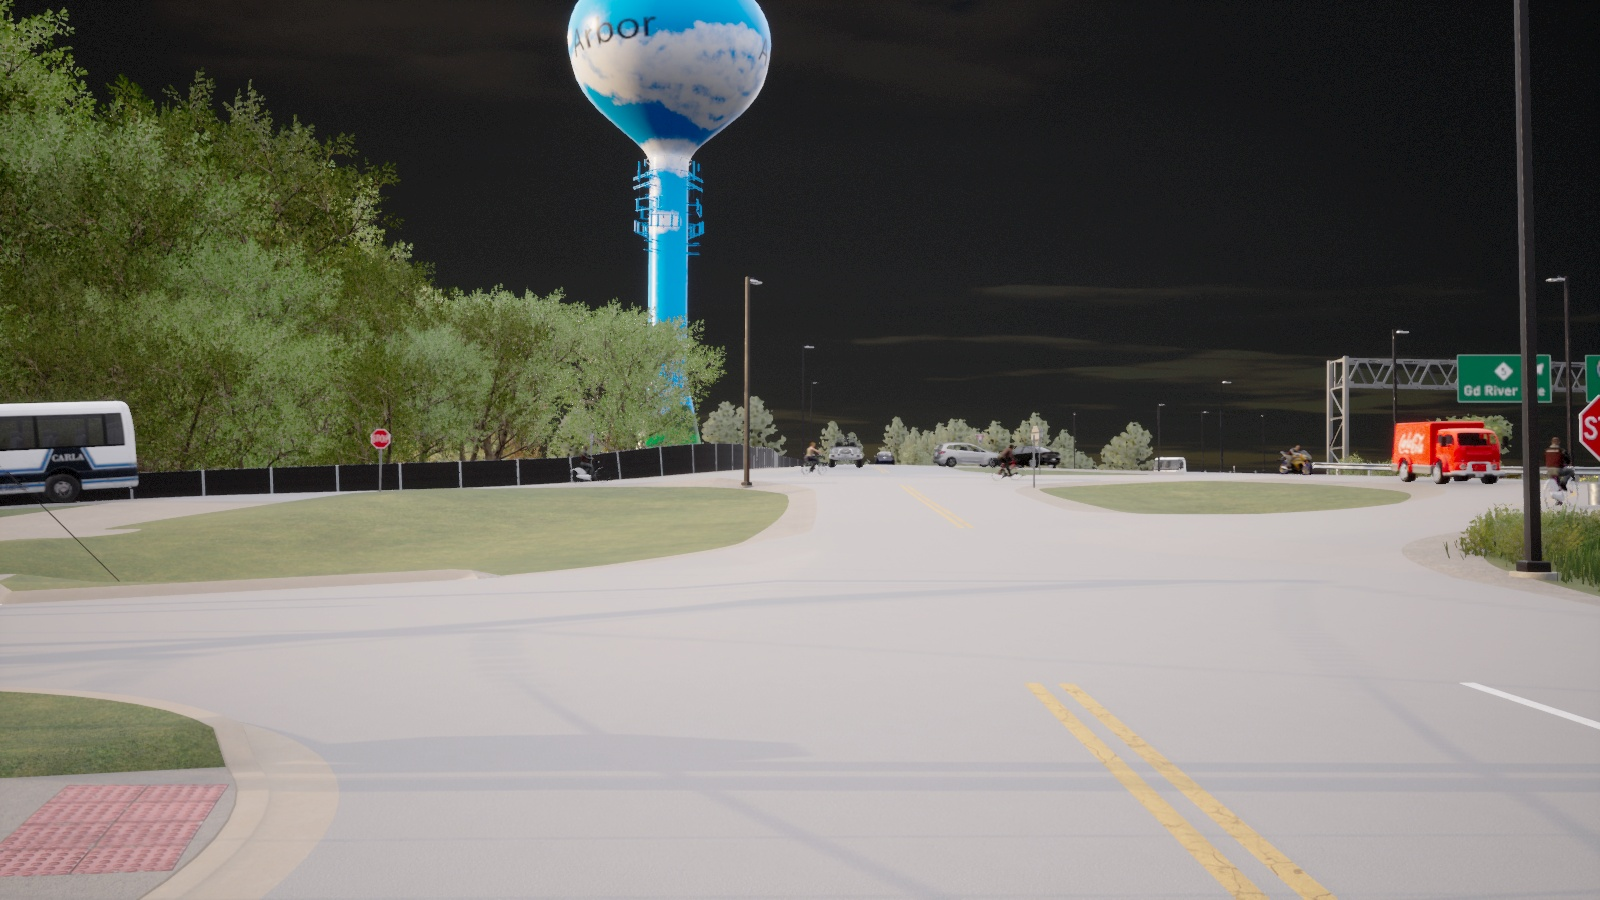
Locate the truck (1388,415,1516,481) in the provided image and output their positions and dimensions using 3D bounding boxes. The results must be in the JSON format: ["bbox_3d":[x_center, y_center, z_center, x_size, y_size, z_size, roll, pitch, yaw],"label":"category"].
[{"bbox_3d":[25.886,-0.115,50.138,2.627,2.467,5.204,-1,1,3],"label":"truck"}]

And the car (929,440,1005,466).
[{"bbox_3d":[11.297,0.187,85.075,4.611,1.667,2.242,1,0,-11],"label":"car"}]

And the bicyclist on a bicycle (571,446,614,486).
[{"bbox_3d":[-9.563,0.740,57.775,1.843,1.776,0.659,-3,-1,-12],"label":"bicyclist on a bicycle"}]

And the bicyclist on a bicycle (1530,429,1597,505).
[{"bbox_3d":[18.847,0.412,30.985,1.843,1.776,0.659,-2,-1,-36],"label":"bicyclist on a bicycle"}]

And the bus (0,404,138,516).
[{"bbox_3d":[-33.270,0.553,51.092,10.273,4.253,3.944,-5,1,-42],"label":"bus"}]

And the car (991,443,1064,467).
[{"bbox_3d":[15.268,0.335,84.485,1.882,1.535,5.008,1,0,-33],"label":"car"}]

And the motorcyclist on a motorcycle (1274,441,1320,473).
[{"bbox_3d":[24.467,0.342,61.826,0.866,1.530,2.191,0,0,-20],"label":"motorcyclist on a motorcycle"}]

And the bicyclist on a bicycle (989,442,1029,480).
[{"bbox_3d":[9.324,0.500,56.058,1.656,1.620,0.582,-1,4,-22],"label":"bicyclist on a bicycle"}]

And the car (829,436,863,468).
[{"bbox_3d":[2.741,0.119,75.313,1.932,1.855,4.605,0,0,2],"label":"car"}]
